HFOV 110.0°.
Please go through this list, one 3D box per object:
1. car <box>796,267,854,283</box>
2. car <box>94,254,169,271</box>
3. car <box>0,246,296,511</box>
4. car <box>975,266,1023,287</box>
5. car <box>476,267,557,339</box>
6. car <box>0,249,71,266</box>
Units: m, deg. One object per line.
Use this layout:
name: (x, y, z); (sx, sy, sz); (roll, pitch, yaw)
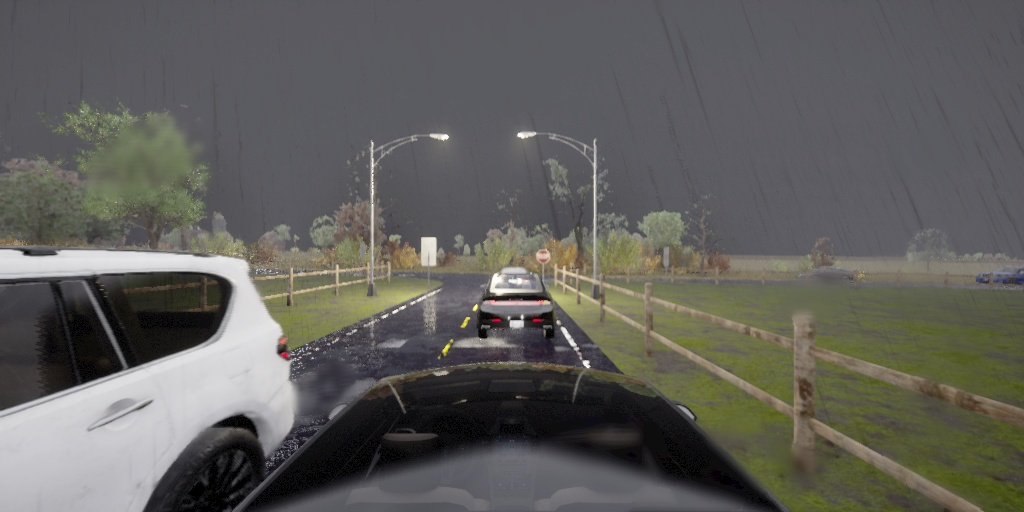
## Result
car: (30.695, 1.800, 35.134); (4.902, 1.511, 2.128); (1, 1, 0)
car: (-34.132, 0.561, 32.250); (4.718, 1.301, 1.895); (1, 1, 0)
car: (-2.851, 0.975, 0.656); (2.150, 2.045, 5.566); (0, 0, 0)
car: (49.076, 2.023, 35.018); (5.566, 2.045, 2.150); (1, 1, 0)
car: (0.101, 1.213, 9.980); (2.128, 1.511, 4.902); (0, 0, 0)
car: (-46.972, 0.128, 35.154); (4.902, 1.511, 2.128); (1, 1, 1)
